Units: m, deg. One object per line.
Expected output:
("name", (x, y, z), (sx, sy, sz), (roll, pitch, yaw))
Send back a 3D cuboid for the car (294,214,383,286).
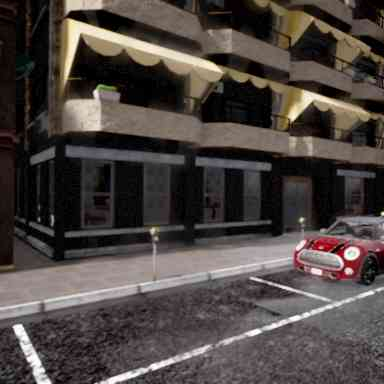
("car", (4.746, 1.467, 9.452), (4.097, 1.590, 1.967), (0, 0, -35))
